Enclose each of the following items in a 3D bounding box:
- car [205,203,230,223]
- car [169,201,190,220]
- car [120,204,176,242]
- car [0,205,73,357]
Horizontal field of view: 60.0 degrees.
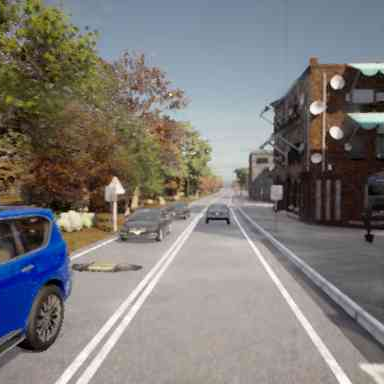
[{"bbox_3d":[2.013,1.600,26.031,2.033,1.411,5.357,0,0,5],"label":"car"},{"bbox_3d":[-1.206,1.526,28.611,1.837,1.490,4.892,0,0,5],"label":"car"},{"bbox_3d":[-2.165,1.548,16.712,1.837,1.490,4.892,0,-1,4],"label":"car"},{"bbox_3d":[-3.252,1.215,3.400,2.150,2.045,5.566,0,0,5],"label":"car"}]
